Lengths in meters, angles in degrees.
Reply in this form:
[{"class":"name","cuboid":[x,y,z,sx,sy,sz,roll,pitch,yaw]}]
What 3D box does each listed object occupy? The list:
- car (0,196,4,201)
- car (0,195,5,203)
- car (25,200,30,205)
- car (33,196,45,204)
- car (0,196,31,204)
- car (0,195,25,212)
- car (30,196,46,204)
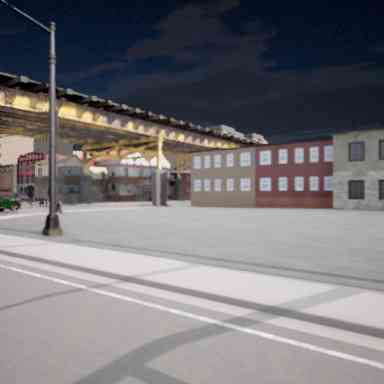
[{"class":"car","cuboid":[-43.661,1.386,72.343,4.536,1.218,1.853,0,0,2]},{"class":"car","cuboid":[-43.713,1.543,72.344,4.974,1.542,2.038,0,0,2]},{"class":"car","cuboid":[-30.362,1.520,57.314,4.974,1.542,2.038,0,0,7]},{"class":"car","cuboid":[-26.854,1.360,58.575,1.853,1.218,4.536,0,0,-23]},{"class":"car","cuboid":[-30.413,1.363,57.320,4.536,1.218,1.853,0,0,7]},{"class":"car","cuboid":[-21.615,1.268,36.458,2.150,2.045,5.566,0,0,19]},{"class":"car","cuboid":[-26.833,1.518,58.527,2.038,1.542,4.974,0,0,-23]}]
